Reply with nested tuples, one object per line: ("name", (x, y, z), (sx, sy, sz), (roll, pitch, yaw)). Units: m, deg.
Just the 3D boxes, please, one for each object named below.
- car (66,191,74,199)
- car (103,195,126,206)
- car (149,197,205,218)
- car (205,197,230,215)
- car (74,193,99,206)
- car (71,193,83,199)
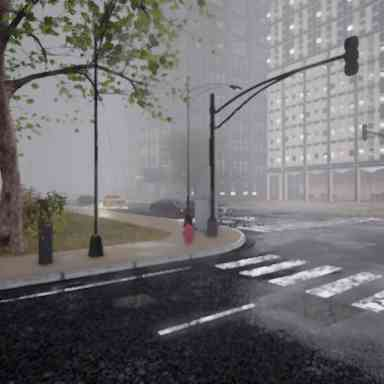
("car", (-32.191, 1.042, 84.042), (2.128, 1.511, 4.902), (0, 0, -34))
("car", (-10.710, 1.106, 45.912), (1.882, 1.535, 5.008), (0, 0, -34))
("car", (-1.558, 1.222, 26.339), (2.033, 1.411, 5.357), (0, 0, -34))
("car", (1.219, 1.161, 28.032), (2.128, 1.511, 4.902), (0, 0, -34))
("car", (-14.205, 1.137, 45.302), (1.837, 1.490, 4.892), (0, 0, -33))
("car", (-29.721, 1.036, 86.194), (1.812, 1.442, 4.674), (0, 0, -34))
